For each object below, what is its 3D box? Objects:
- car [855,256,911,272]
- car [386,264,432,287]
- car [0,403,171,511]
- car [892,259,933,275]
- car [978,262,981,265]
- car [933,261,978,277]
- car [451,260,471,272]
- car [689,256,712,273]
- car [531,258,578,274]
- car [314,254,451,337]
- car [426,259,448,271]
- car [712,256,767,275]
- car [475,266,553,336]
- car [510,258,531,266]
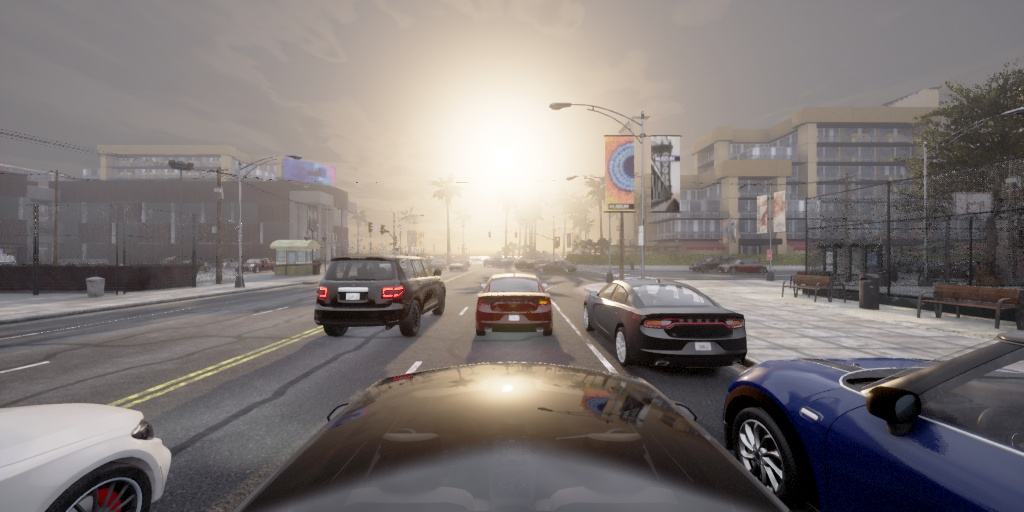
[{"bbox_3d":[43.942,0.977,42.270,5.566,2.045,2.150,0,0,0],"label":"car"},{"bbox_3d":[-7.095,1.314,25.142,1.994,1.385,4.181,0,0,0],"label":"car"},{"bbox_3d":[-3.411,1.276,0.637,1.812,1.442,4.674,0,0,0],"label":"car"},{"bbox_3d":[45.084,1.297,38.771,5.357,1.411,2.033,0,0,0],"label":"car"},{"bbox_3d":[45.183,1.102,31.771,4.553,1.767,2.097,0,0,-1],"label":"car"},{"bbox_3d":[45.182,1.255,35.271,4.892,1.490,1.837,0,0,-1],"label":"car"},{"bbox_3d":[-7.023,1.297,47.199,2.033,1.411,5.357,0,0,1],"label":"car"},{"bbox_3d":[23.924,0.972,42.189,5.566,2.045,2.150,0,0,0],"label":"car"},{"bbox_3d":[5.053,1.255,40.831,4.892,1.490,1.837,0,2,26],"label":"car"},{"bbox_3d":[-3.437,0.971,10.475,2.150,2.045,5.566,0,0,0],"label":"car"},{"bbox_3d":[-10.414,1.255,50.176,1.837,1.490,4.892,0,0,2],"label":"car"},{"bbox_3d":[24.672,1.102,38.687,4.553,1.767,2.097,0,0,0],"label":"car"},{"bbox_3d":[0.064,1.228,10.461,1.882,1.535,5.008,0,0,0],"label":"car"},{"bbox_3d":[2.009,1.228,49.935,1.882,1.535,5.008,-1,0,-26],"label":"car"}]
